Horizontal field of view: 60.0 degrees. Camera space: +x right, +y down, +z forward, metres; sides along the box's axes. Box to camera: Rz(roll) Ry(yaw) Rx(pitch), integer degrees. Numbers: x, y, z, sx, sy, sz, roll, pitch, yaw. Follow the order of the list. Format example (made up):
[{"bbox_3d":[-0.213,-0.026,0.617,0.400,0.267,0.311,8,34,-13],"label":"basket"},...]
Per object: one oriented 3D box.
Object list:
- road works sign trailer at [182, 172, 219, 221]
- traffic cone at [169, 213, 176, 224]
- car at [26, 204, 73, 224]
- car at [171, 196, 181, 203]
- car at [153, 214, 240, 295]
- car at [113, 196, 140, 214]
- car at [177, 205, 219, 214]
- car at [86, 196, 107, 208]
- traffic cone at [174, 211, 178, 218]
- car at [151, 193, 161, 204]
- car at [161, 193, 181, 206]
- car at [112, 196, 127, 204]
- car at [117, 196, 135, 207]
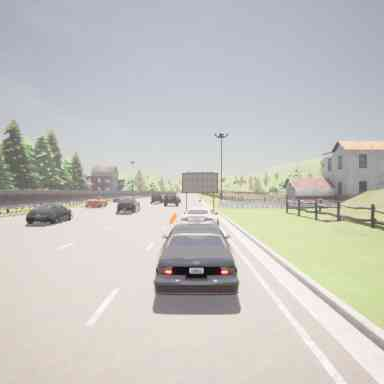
[{"bbox_3d":[0.525,0.464,22.082,2.380,3.560,2.880,0,0,-3],"label":"road works sign trailer"},{"bbox_3d":[-1.449,1.955,23.203,0.340,0.580,0.340,0,0,0],"label":"traffic cone"},{"bbox_3d":[-10.360,1.563,24.468,1.994,1.385,4.181,0,0,0],"label":"car"},{"bbox_3d":[-3.287,1.564,68.600,1.994,1.385,4.181,0,0,0],"label":"car"},{"bbox_3d":[0.112,1.547,8.846,2.033,1.411,5.357,0,0,1],"label":"car"},{"bbox_3d":[-6.841,1.503,36.010,1.837,1.490,4.892,0,-1,0],"label":"car"},{"bbox_3d":[0.461,1.541,18.469,1.812,1.442,4.674,-1,-1,7],"label":"car"},{"bbox_3d":[-13.821,1.352,48.456,2.097,1.767,4.553,0,0,0],"label":"car"},{"bbox_3d":[-1.446,1.955,25.203,0.340,0.580,0.340,0,0,0],"label":"traffic cone"},{"bbox_3d":[-6.792,1.218,66.088,2.150,2.045,5.566,0,0,0],"label":"car"},{"bbox_3d":[-3.312,1.221,53.385,2.150,2.045,5.566,0,0,0],"label":"car"},{"bbox_3d":[-13.795,1.526,63.764,1.812,1.442,4.674,0,0,0],"label":"car"},{"bbox_3d":[-10.313,1.477,52.618,1.882,1.535,5.008,0,0,0],"label":"car"}]
